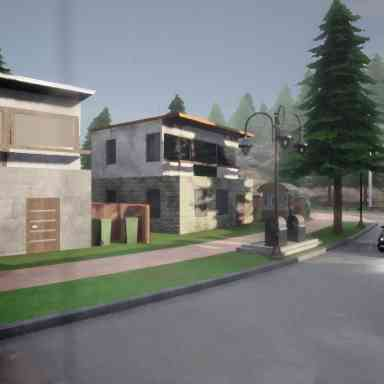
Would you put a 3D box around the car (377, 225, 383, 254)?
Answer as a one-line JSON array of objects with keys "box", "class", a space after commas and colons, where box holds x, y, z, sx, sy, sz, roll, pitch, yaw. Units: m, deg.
[{"box": [8.679, 1.548, 12.912, 2.033, 1.411, 5.357, 0, 0, 39], "class": "car"}]
